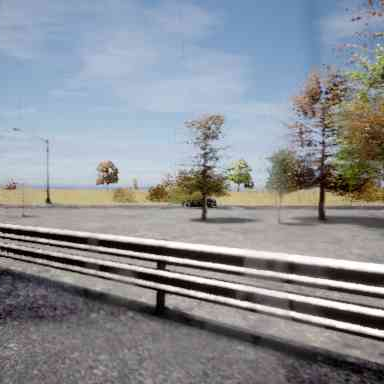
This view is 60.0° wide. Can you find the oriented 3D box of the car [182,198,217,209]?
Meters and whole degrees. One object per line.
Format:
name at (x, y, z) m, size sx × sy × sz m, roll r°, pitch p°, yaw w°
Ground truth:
car at (0.845, 1.192, 39.118) m, size 4.181 × 1.385 × 1.994 m, roll 0°, pitch 0°, yaw 11°
